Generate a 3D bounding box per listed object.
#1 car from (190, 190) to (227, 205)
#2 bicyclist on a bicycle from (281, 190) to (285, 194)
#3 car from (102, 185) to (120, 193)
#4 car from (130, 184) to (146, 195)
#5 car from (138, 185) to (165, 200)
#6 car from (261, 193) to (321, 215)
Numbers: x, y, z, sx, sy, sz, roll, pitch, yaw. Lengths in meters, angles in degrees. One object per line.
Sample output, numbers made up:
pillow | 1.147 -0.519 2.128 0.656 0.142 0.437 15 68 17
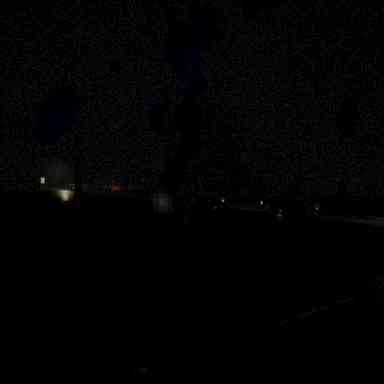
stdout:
car | 1.587 0.513 34.241 2.128 1.511 4.902 0 2 -35
bicyclist on a bicycle | 9.210 0.666 33.852 1.656 1.620 0.582 0 2 -35
car | -15.404 -0.662 63.186 1.882 1.535 5.008 0 2 -36
car | -8.060 -0.365 52.876 2.097 1.767 4.553 0 2 -35
car | -4.533 0.188 42.850 2.033 1.411 5.357 0 2 -35
car | 7.581 0.897 25.821 2.128 1.511 4.902 0 2 -35
